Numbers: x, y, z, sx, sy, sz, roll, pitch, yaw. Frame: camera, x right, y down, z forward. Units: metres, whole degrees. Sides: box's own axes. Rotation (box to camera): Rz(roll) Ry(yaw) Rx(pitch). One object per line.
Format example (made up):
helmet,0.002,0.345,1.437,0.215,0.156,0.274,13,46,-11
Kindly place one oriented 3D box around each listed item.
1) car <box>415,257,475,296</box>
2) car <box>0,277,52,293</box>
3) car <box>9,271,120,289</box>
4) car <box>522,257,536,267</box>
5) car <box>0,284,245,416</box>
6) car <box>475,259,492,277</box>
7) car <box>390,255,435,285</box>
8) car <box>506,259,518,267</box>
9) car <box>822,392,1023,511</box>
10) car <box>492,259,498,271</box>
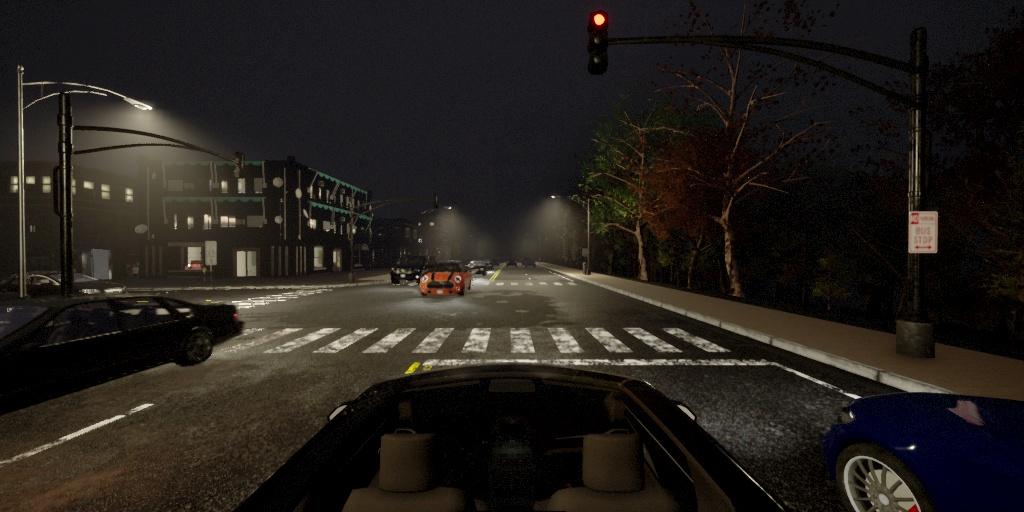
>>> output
car,-3.390,1.097,19.089,2.097,1.767,4.553,0,0,0
car,-19.973,1.565,12.833,4.313,1.339,1.948,0,0,0
car,-19.654,1.459,15.540,4.902,1.511,2.128,-1,1,0
car,3.211,1.274,63.678,2.033,1.411,5.357,0,0,0
car,-6.608,1.297,5.234,2.033,1.411,5.357,0,0,0
car,-3.429,1.230,35.193,2.128,1.511,4.902,0,0,0
car,-7.040,0.964,26.609,2.150,2.045,5.566,0,0,5
car,-0.052,1.251,64.955,1.812,1.442,4.674,0,0,0
car,3.358,1.276,0.873,1.812,1.442,4.674,0,0,1
car,-3.450,1.220,49.072,2.128,1.511,4.902,0,1,0
